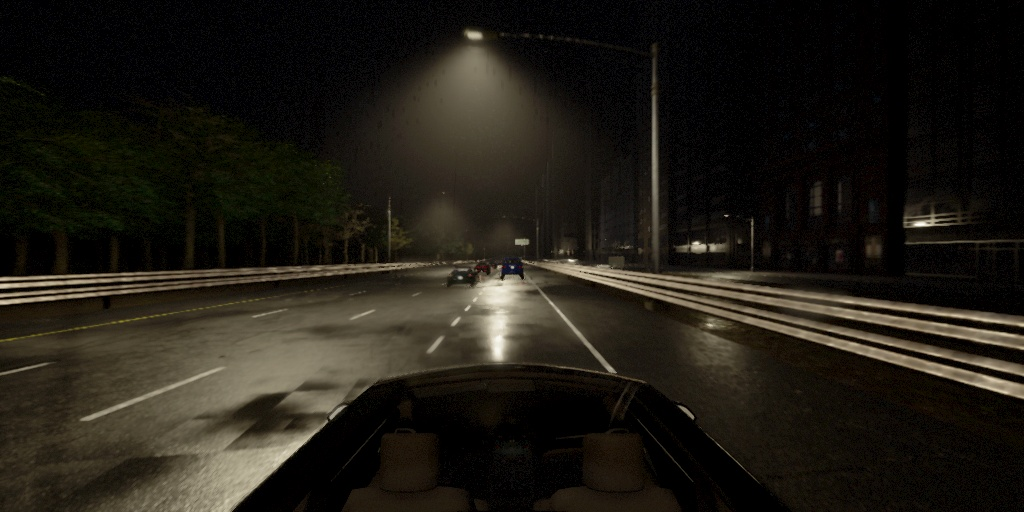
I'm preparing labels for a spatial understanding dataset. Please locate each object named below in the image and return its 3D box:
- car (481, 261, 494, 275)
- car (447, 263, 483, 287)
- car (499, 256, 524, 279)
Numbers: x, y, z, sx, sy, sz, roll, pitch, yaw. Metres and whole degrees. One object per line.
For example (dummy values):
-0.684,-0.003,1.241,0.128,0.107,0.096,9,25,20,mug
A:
-3.583,1.549,44.476,1.837,1.490,4.892,0,0,0,car
-3.525,1.472,26.455,1.994,1.385,4.181,0,0,0,car
0.040,1.204,36.581,2.150,2.045,5.566,0,0,0,car
